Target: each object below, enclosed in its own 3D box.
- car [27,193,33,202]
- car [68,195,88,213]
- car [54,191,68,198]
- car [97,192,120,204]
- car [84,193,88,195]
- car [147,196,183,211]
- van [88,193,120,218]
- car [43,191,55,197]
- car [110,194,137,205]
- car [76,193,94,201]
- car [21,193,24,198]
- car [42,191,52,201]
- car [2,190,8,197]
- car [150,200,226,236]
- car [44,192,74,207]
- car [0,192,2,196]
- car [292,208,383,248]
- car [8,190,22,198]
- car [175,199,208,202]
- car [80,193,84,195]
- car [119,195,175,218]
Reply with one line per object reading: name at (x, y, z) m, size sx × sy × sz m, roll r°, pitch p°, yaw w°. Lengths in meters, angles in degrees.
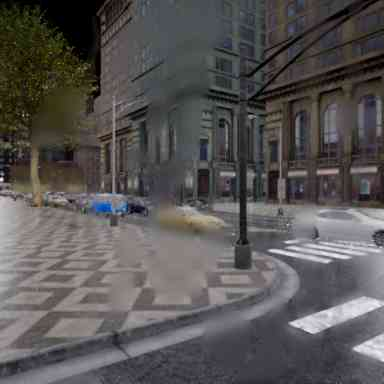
car at (-22.944, 0.903, 50.077) m, size 2.008 × 1.369 × 4.403 m, roll 1°, pitch 0°, yaw -35°
car at (-9.978, 1.223, 31.722) m, size 2.008 × 1.369 × 4.403 m, roll 1°, pitch 0°, yaw -35°
car at (-28.948, 0.574, 73.351) m, size 1.887 × 1.381 × 4.507 m, roll 1°, pitch 0°, yaw -35°
car at (-12.741, 0.867, 50.414) m, size 1.967 × 1.590 × 4.097 m, roll 1°, pitch 0°, yaw -35°
car at (-15.984, 0.896, 55.001) m, size 2.008 × 1.369 × 4.403 m, roll 1°, pitch 0°, yaw -35°
car at (-3.019, 1.210, 36.647) m, size 1.887 × 1.381 × 4.507 m, roll 1°, pitch 0°, yaw -35°
van at (-6.735, 1.083, 27.133) m, size 1.690 × 1.788 × 3.998 m, roll 1°, pitch 0°, yaw -35°
car at (-35.430, 0.458, 82.526) m, size 1.802 × 1.307 × 4.206 m, roll 1°, pitch 0°, yaw -35°
car at (-9.502, 1.060, 45.826) m, size 2.008 × 1.369 × 4.403 m, roll 1°, pitch 0°, yaw -35°
car at (-19.226, 0.847, 59.589) m, size 1.802 × 1.307 × 4.206 m, roll 1°, pitch 0°, yaw -35°
car at (-26.185, 0.823, 54.665) m, size 2.008 × 1.369 × 4.403 m, roll 1°, pitch 0°, yaw -35°
car at (-19.702, 0.984, 45.489) m, size 2.008 × 1.369 × 4.403 m, roll 1°, pitch 0°, yaw -35°
car at (-42.389, 0.322, 77.605) m, size 1.967 × 1.590 × 4.097 m, roll 1°, pitch 0°, yaw -35°
car at (-0.155, 1.391, 17.813) m, size 1.752 × 1.417 × 4.829 m, roll 1°, pitch 0°, yaw -35°
car at (-16.363, 1.044, 40.763) m, size 1.752 × 1.417 × 4.829 m, roll 1°, pitch 0°, yaw -35°
car at (-45.630, 0.247, 82.193) m, size 1.967 × 1.590 × 4.097 m, roll 1°, pitch 0°, yaw -35°
car at (6.788, 1.455, 14.638) m, size 4.674 × 1.442 × 1.812 m, roll 1°, pitch 1°, yaw 38°
car at (-35.906, 0.476, 68.428) m, size 1.967 × 1.590 × 4.097 m, roll 1°, pitch 0°, yaw -35°
car at (0.221, 1.302, 32.060) m, size 1.947 × 1.339 × 4.313 m, roll 1°, pitch 0°, yaw -35°
car at (-17.113, 1.005, 46.565) m, size 1.994 × 1.385 × 4.181 m, roll 0°, pitch 1°, yaw -35°
car at (-3.816, 1.246, 27.598) m, size 2.128 × 1.511 × 4.902 m, roll 0°, pitch 1°, yaw -35°
